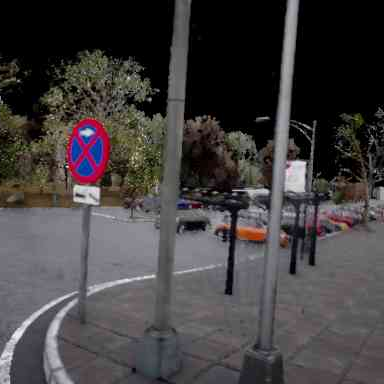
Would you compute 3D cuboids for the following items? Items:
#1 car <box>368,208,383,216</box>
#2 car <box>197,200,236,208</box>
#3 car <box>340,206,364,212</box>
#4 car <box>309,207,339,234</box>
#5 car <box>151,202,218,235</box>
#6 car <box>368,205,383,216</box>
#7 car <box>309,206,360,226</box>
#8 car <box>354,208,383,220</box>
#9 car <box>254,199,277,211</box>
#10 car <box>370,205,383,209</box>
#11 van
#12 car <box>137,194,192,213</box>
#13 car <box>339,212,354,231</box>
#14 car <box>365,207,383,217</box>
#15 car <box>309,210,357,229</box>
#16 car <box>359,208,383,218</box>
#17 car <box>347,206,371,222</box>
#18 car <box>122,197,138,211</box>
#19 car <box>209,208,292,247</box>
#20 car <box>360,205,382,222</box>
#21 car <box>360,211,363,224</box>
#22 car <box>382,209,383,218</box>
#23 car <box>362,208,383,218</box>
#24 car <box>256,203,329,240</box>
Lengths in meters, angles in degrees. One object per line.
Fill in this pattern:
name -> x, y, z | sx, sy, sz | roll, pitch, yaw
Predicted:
car -> 44.069, 4.750, 77.446 | 4.792, 1.488, 2.163 | 6, 2, 16
car -> 3.281, 1.917, 44.216 | 2.033, 1.411, 5.357 | 6, 2, 36
car -> 19.676, 3.175, 43.258 | 4.553, 1.767, 2.185 | 6, 2, 16
car -> 9.194, 2.529, 28.625 | 5.566, 2.045, 2.435 | 6, 2, 16
car -> -0.492, 1.939, 24.041 | 2.097, 1.767, 4.553 | 6, 1, 37
car -> 45.838, 4.562, 79.877 | 5.566, 2.045, 2.435 | 6, 2, 16
car -> 14.452, 2.787, 35.941 | 5.566, 2.045, 2.435 | 6, 2, 16
car -> 33.548, 4.119, 62.803 | 4.792, 1.488, 2.163 | 6, 2, 16
car -> 12.813, 2.214, 57.466 | 2.097, 1.767, 4.553 | 6, 2, 36
car -> 31.834, 3.733, 60.351 | 5.566, 2.045, 2.435 | 6, 2, 16
van -> 5.513, 2.365, 23.794 | 4.442, 1.987, 1.878 | 6, 2, 16
car -> -2.848, 1.290, 35.669 | 2.150, 2.045, 5.566 | 6, 2, 35
car -> 12.831, 2.964, 33.466 | 5.366, 1.575, 1.946 | 6, 2, 16
car -> 40.594, 4.400, 72.548 | 4.553, 1.767, 2.185 | 6, 2, 16
car -> 16.172, 3.152, 38.392 | 4.792, 1.488, 2.163 | 6, 2, 16
car -> 37.060, 4.310, 67.685 | 5.008, 1.535, 2.097 | 6, 1, 16
car -> 21.361, 3.259, 45.723 | 4.553, 1.767, 2.185 | 6, 2, 16
car -> -5.529, 1.278, 37.099 | 1.882, 1.535, 5.008 | 6, 2, 36
car -> 3.795, 2.384, 21.359 | 4.553, 1.767, 2.185 | 6, 2, 16
car -> 24.920, 3.329, 50.588 | 5.566, 2.045, 2.435 | 6, 2, 16
car -> 17.895, 3.209, 40.829 | 4.892, 1.521, 2.231 | 6, 2, 16
car -> 28.531, 3.793, 55.430 | 5.366, 1.575, 1.946 | 6, 2, 16
car -> 38.806, 4.458, 70.121 | 4.674, 1.452, 2.002 | 6, 2, 16
car -> 7.372, 2.436, 26.197 | 5.566, 2.045, 2.435 | 6, 2, 16
